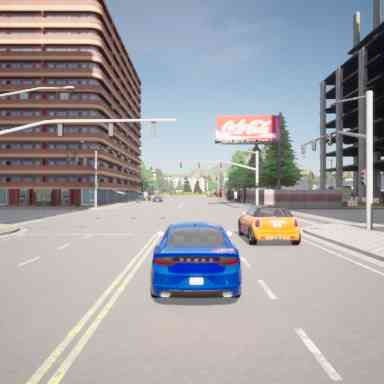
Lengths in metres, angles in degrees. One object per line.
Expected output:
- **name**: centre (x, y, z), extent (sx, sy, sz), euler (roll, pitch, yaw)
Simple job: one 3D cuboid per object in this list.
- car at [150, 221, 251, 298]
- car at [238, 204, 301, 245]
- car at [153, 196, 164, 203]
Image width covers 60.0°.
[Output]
- **car**: centre (0.076, 1.477, 8.557), extent (1.882, 1.535, 5.008), euler (0, 0, 0)
- **car**: centre (3.457, 1.352, 15.649), extent (2.097, 1.767, 4.553), euler (0, 0, 0)
- **car**: centre (-7.196, 1.523, 70.146), extent (1.812, 1.442, 4.674), euler (0, 0, 0)
